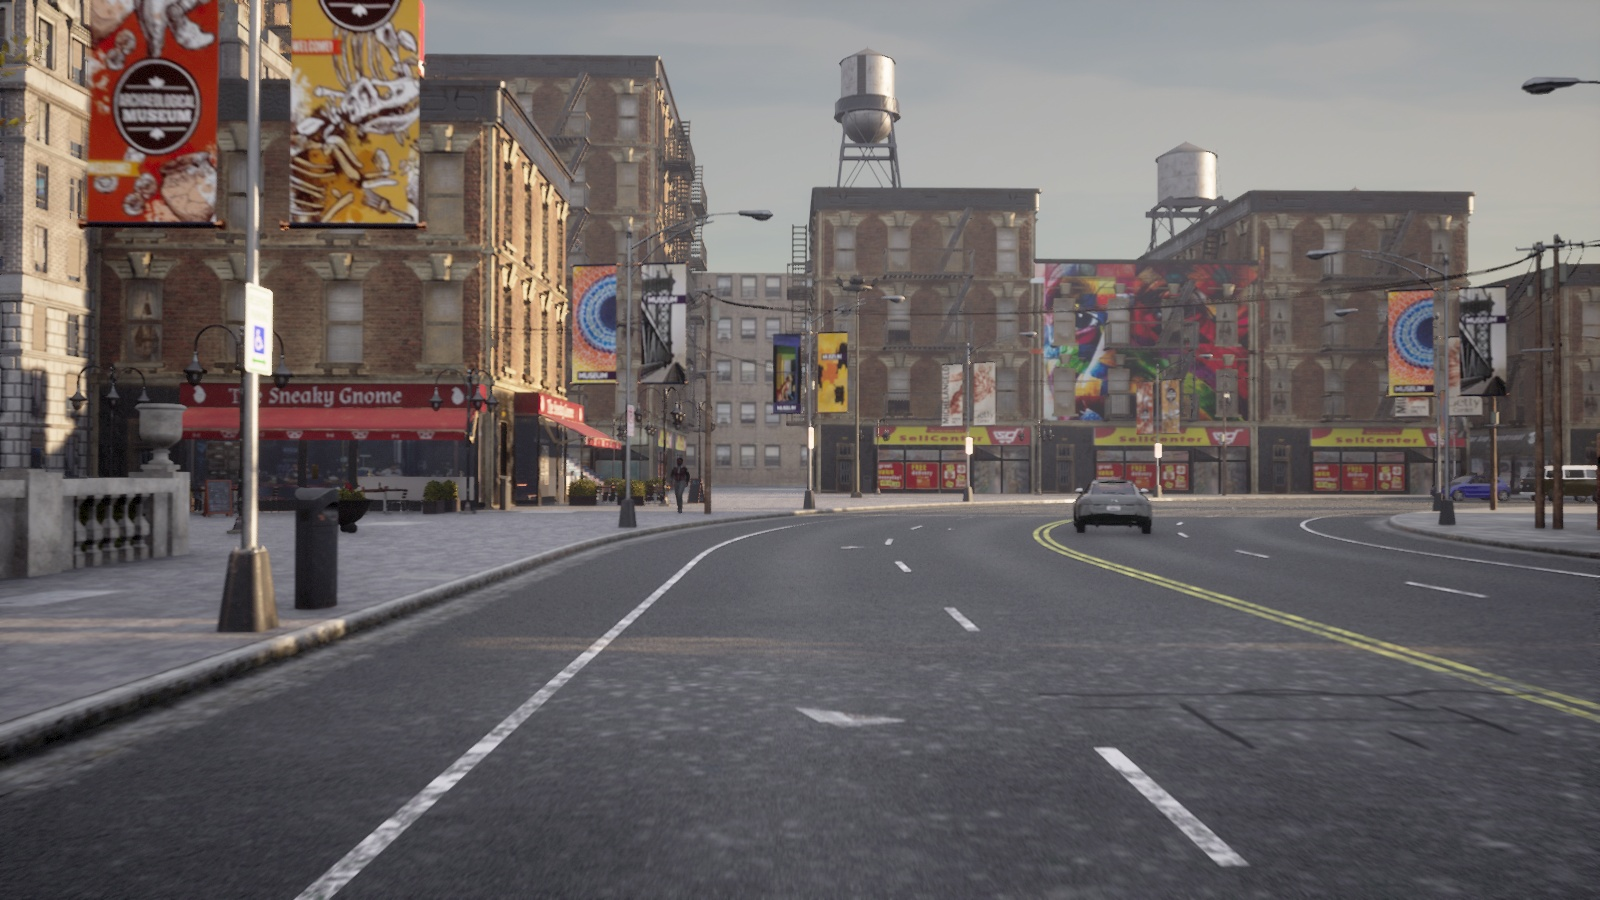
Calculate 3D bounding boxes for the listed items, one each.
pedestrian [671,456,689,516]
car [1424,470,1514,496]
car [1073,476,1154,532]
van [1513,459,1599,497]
[{"bbox_3d":[-3.927,1.174,41.025,0.402,1.930,0.666,0,-1,12],"label":"pedestrian"},{"bbox_3d":[37.934,1.869,71.259,4.193,1.474,1.816,0,-1,-7],"label":"car"},{"bbox_3d":[8.431,1.413,33.962,1.994,1.385,4.181,0,-1,13],"label":"car"},{"bbox_3d":[41.504,1.513,68.153,4.480,2.038,2.069,0,-1,-3],"label":"van"}]
